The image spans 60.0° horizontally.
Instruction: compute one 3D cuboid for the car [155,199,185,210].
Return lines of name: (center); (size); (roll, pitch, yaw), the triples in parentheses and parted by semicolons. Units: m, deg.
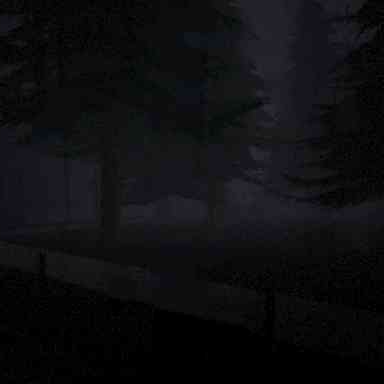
car: (-2.769, 1.447, 41.038); (1.994, 1.385, 4.181); (0, 0, 37)
